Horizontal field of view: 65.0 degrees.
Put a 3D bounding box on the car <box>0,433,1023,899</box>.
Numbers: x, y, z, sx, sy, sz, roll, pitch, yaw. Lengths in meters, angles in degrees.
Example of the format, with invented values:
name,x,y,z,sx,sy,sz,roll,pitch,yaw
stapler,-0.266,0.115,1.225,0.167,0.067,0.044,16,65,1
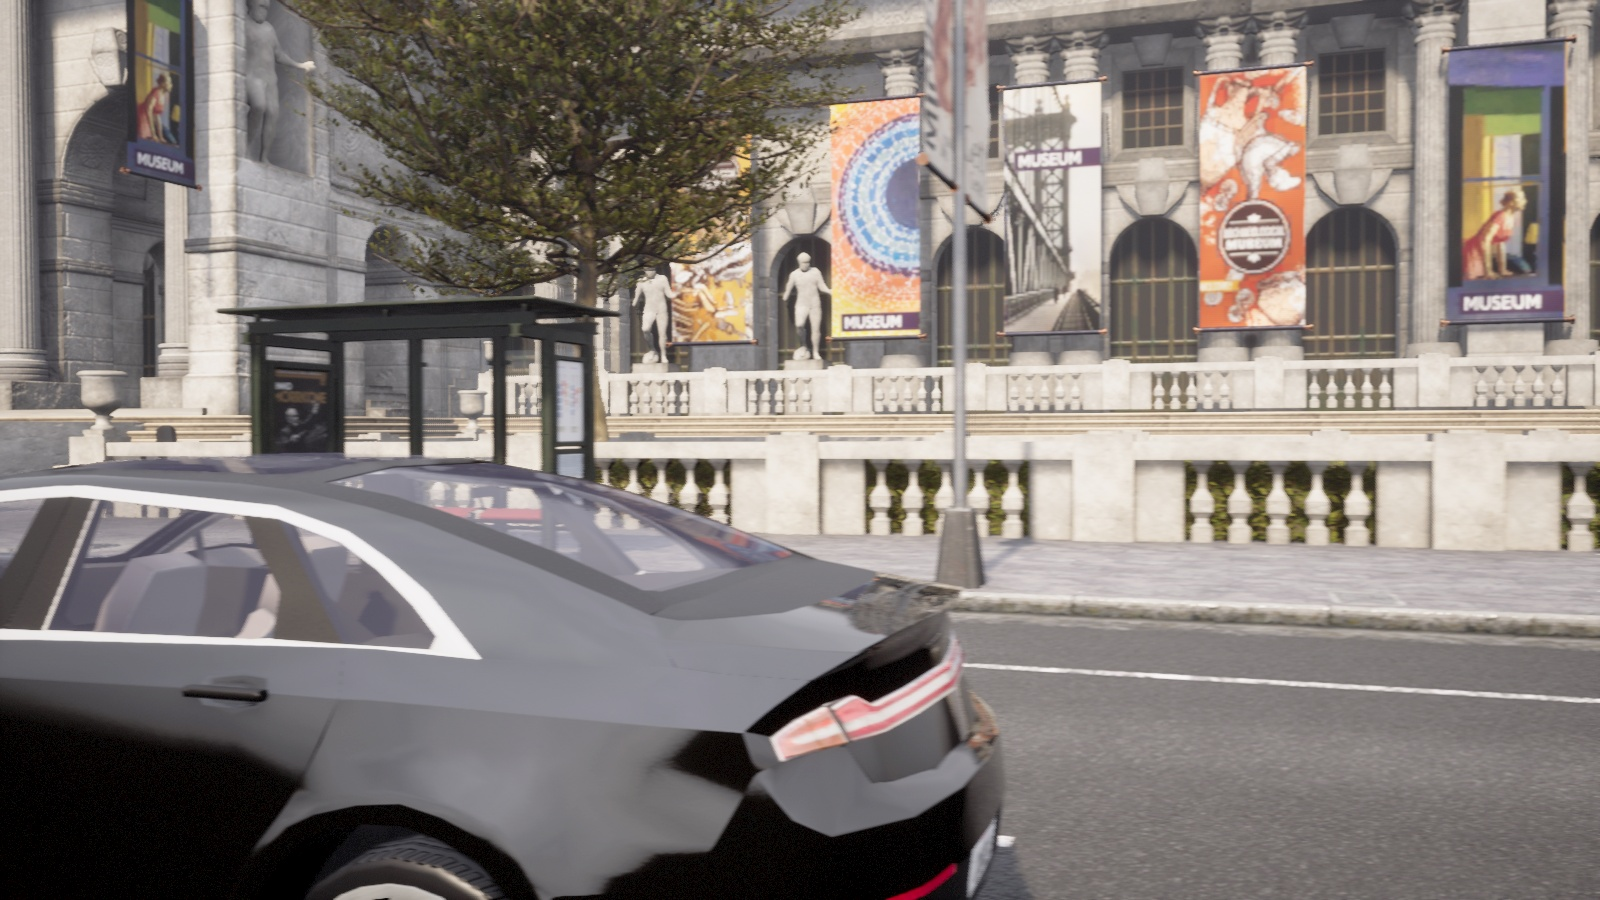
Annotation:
name,x,y,z,sx,sy,sz,roll,pitch,yaw
car,-1.937,0.714,3.855,4.902,1.511,2.128,1,1,18
